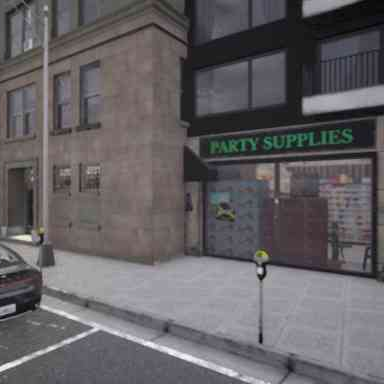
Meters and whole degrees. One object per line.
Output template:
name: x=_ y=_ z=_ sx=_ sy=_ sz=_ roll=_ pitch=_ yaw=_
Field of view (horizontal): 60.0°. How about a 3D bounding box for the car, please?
car: x=-4.590 y=1.556 z=6.299 sx=4.403 sy=1.369 sz=2.008 roll=0 pitch=0 yaw=35
